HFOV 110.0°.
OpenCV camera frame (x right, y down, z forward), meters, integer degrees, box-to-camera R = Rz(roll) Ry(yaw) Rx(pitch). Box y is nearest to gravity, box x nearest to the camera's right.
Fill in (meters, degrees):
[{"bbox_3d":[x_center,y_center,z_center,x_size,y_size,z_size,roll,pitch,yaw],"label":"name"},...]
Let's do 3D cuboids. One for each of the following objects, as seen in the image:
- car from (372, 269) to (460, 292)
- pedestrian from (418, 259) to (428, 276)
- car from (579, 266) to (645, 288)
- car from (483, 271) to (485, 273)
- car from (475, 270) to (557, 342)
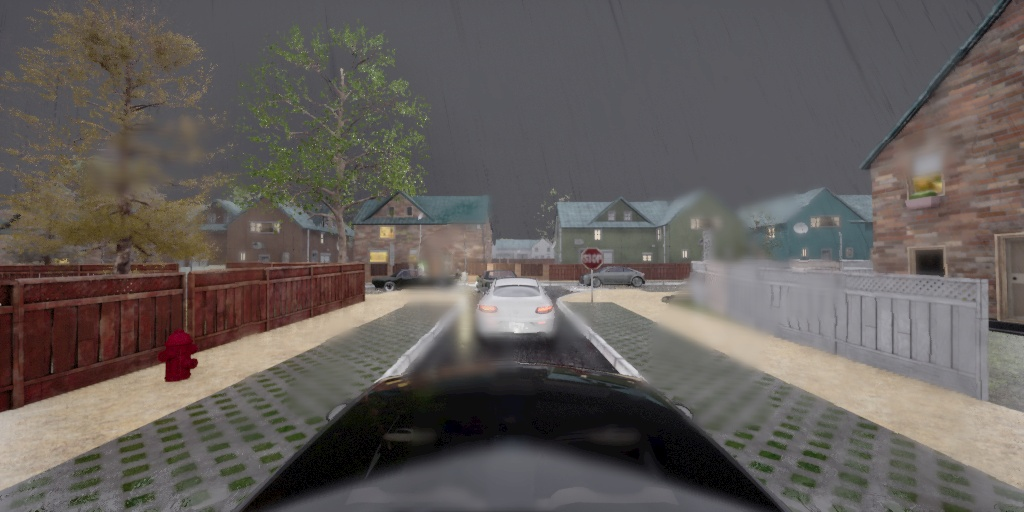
[{"bbox_3d":[-5.470,1.416,20.872,4.718,1.301,1.895,-1,-1,1],"label":"car"},{"bbox_3d":[-6.685,1.118,26.758,0.375,1.860,0.375,0,-1,1],"label":"pedestrian"},{"bbox_3d":[6.552,1.344,23.655,4.181,1.385,1.994,0,-1,1],"label":"car"},{"bbox_3d":[-0.746,1.366,18.485,1.895,1.301,4.718,0,-1,-12],"label":"car"},{"bbox_3d":[0.108,1.279,9.665,1.812,1.442,4.674,0,0,0],"label":"car"}]
